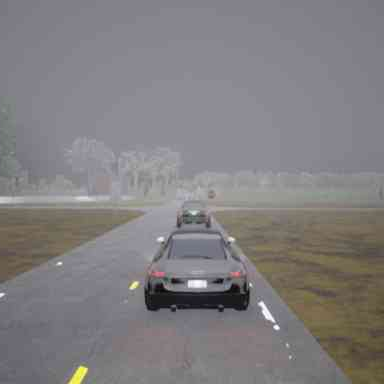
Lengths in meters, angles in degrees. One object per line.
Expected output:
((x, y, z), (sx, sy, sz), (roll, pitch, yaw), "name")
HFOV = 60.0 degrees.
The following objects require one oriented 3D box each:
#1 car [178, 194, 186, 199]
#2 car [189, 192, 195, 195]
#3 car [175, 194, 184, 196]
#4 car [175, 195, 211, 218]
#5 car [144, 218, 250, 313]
((-2.775, 1.304, 92.492), (1.994, 1.385, 4.181), (0, 0, 0), "car")
((-0.024, 1.316, 90.372), (1.994, 1.385, 4.181), (0, 0, 0), "car")
((-2.771, 1.174, 77.013), (2.097, 1.767, 4.553), (0, 0, 0), "car")
((0.095, 1.317, 22.003), (2.097, 1.767, 4.553), (0, 0, 0), "car")
((0.098, 1.553, 7.739), (1.994, 1.385, 4.181), (0, 0, 0), "car")
